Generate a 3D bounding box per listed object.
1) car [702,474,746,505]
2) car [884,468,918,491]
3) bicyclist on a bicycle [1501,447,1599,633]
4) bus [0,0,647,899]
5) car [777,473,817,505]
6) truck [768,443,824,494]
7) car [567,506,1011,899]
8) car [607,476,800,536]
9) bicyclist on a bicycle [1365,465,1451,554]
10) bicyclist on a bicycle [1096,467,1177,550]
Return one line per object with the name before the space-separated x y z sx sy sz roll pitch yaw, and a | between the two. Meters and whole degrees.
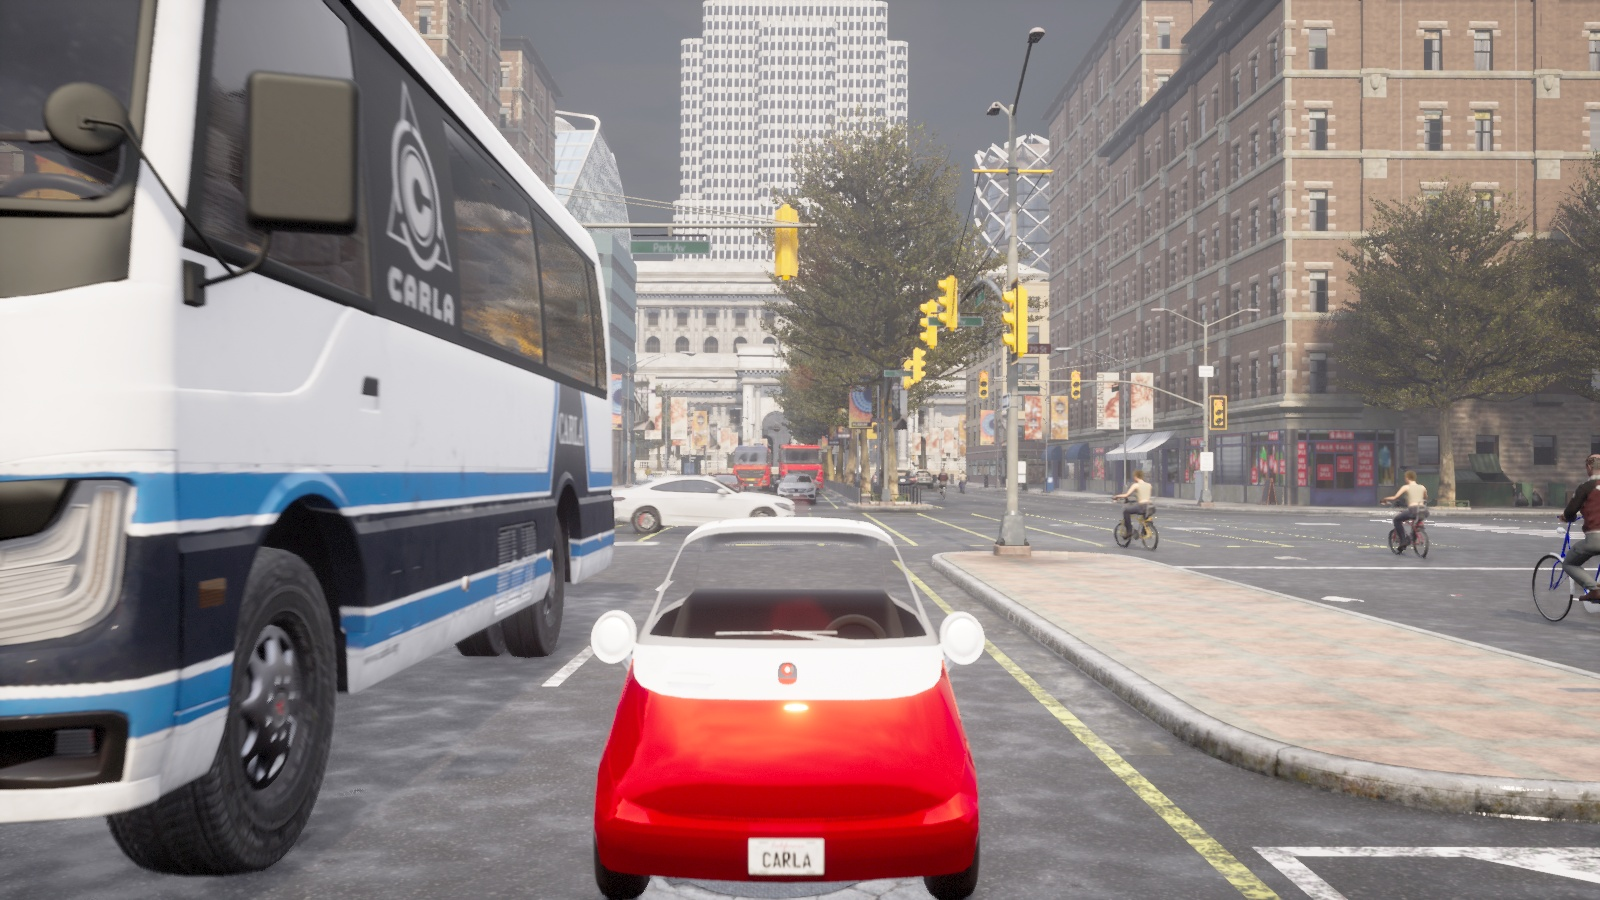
car | -3.653 1.877 61.008 1.812 1.442 4.674 0 -1 1
car | 7.738 2.247 96.690 2.242 1.667 4.611 0 -1 0
bicyclist on a bicycle | 7.942 0.866 12.700 0.659 1.776 1.843 0 -1 0
bus | -3.551 -0.416 7.883 3.944 4.253 10.273 0 -1 0
car | -0.118 1.859 60.803 1.812 1.442 4.674 0 -1 1
truck | -0.350 1.317 88.559 2.891 3.462 7.936 0 -1 -8
car | -0.040 0.960 5.301 1.481 1.376 2.207 0 -1 0
car | -2.350 1.375 31.347 4.674 1.442 1.812 0 -1 0
bicyclist on a bicycle | 11.408 1.101 23.607 0.866 1.612 1.509 0 -1 0
bicyclist on a bicycle | 6.773 1.149 25.350 0.866 1.612 1.509 0 -1 -19
